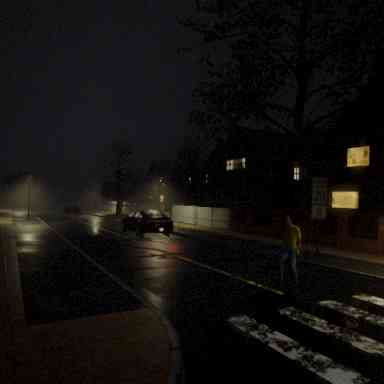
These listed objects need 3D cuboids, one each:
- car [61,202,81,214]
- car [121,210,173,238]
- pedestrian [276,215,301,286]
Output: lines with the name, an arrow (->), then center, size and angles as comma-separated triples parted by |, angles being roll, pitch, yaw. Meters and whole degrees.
car -> -15.882, 2.069, 43.607 | 2.128, 1.511, 4.902 | 2, -2, -29
car -> -2.800, 1.794, 19.838 | 2.128, 1.511, 4.902 | 2, -2, -29
pedestrian -> 2.497, 1.458, 8.475 | 0.375, 1.860, 0.375 | 1, -1, -29
